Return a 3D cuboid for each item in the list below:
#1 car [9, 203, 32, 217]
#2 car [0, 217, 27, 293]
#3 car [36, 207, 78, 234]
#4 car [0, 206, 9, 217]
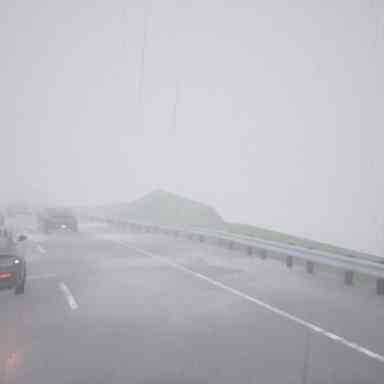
[{"bbox_3d":[-18.454,1.851,35.292,2.033,1.411,5.357,1,-1,-37],"label":"car"},{"bbox_3d":[-5.270,1.598,8.411,1.812,1.442,4.674,1,-1,-28],"label":"car"},{"bbox_3d":[-8.550,1.696,20.936,1.837,1.490,4.892,1,0,-32],"label":"car"},{"bbox_3d":[-14.776,1.765,24.097,1.994,1.385,4.181,1,-1,-34],"label":"car"}]
